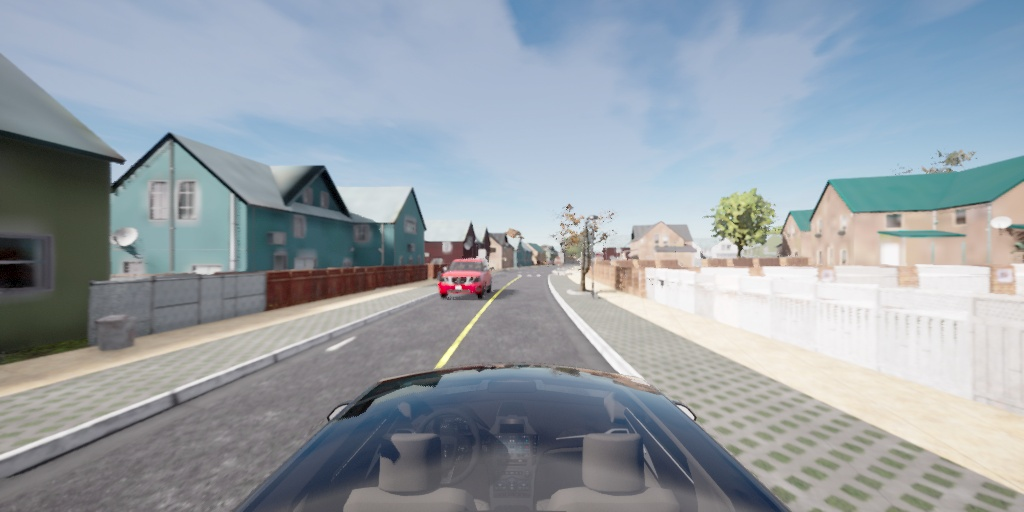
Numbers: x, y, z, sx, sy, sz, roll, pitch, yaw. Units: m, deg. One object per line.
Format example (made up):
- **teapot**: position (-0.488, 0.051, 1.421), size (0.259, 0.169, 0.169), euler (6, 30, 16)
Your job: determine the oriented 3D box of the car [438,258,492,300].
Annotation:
- **car**: position (-2.354, 1.150, 19.469), size (2.150, 2.045, 5.566), euler (0, -1, 3)
